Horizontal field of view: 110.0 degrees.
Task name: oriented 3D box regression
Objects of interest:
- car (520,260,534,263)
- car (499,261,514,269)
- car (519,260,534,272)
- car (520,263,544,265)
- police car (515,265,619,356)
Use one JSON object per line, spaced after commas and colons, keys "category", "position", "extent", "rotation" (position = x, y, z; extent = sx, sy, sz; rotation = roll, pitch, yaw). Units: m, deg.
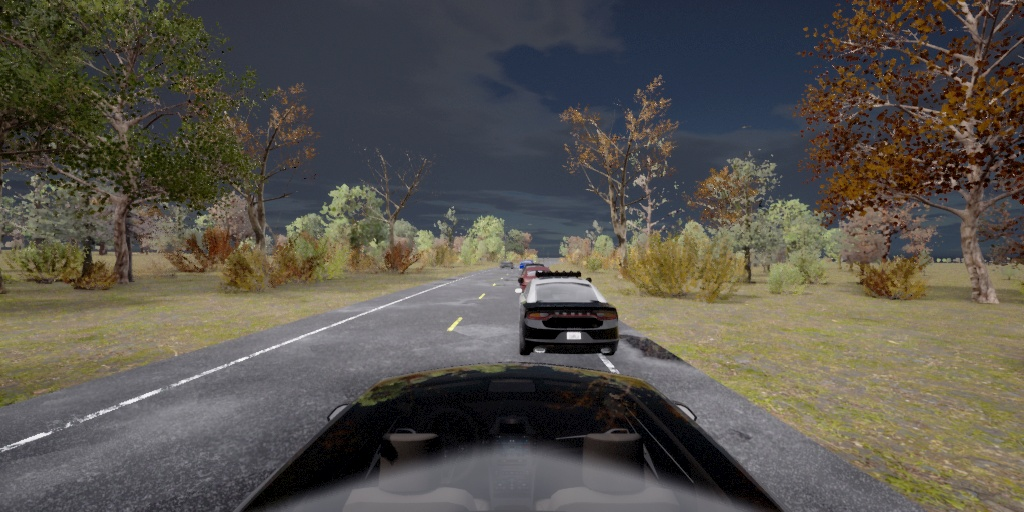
{"category": "car", "position": [1.533, 1.265, 24.603], "extent": [1.837, 1.490, 4.892], "rotation": [0, 0, 2]}
{"category": "car", "position": [-0.829, 1.430, 57.426], "extent": [1.994, 1.385, 4.181], "rotation": [0, 0, 5]}
{"category": "car", "position": [2.110, 1.311, 50.351], "extent": [1.882, 1.535, 5.008], "rotation": [0, 0, 5]}
{"category": "car", "position": [1.325, 1.280, 18.633], "extent": [1.812, 1.442, 4.674], "rotation": [0, 0, 2]}
{"category": "police car", "position": [1.107, 1.176, 8.790], "extent": [1.930, 1.638, 5.238], "rotation": [0, 0, 1]}
